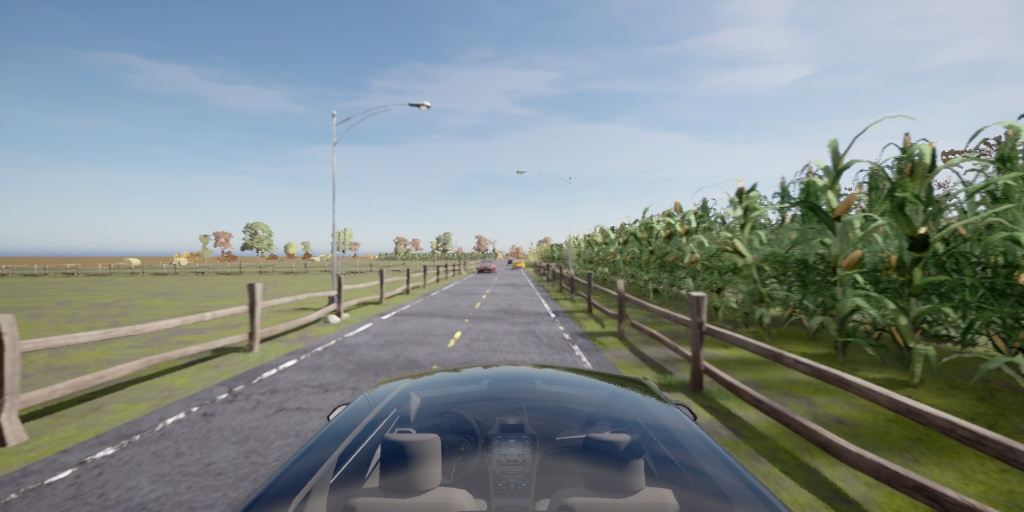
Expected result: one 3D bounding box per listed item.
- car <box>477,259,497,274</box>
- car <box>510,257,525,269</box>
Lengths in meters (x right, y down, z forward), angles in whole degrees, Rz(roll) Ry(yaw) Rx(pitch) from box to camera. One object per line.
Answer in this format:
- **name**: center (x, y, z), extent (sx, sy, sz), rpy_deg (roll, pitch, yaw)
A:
- **car**: center (-2.827, 1.106, 40.947), extent (2.097, 1.767, 4.553), rpy_deg (0, 0, 0)
- **car**: center (0.974, 1.237, 54.887), extent (1.882, 1.535, 5.008), rpy_deg (0, 0, 0)
